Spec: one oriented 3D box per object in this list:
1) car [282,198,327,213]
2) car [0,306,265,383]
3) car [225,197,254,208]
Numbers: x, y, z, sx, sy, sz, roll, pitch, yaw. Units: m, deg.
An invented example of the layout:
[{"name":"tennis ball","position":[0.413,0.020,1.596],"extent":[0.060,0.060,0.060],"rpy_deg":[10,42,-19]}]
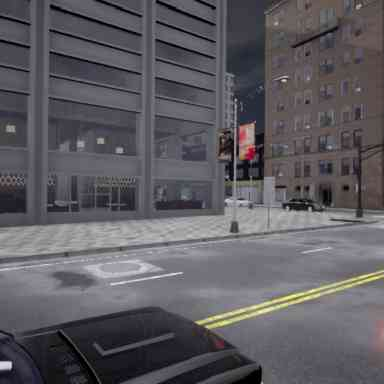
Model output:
[{"name":"car","position":[11.935,1.402,35.605],"extent":[1.837,1.490,4.892],"rpy_deg":[1,0,-35]},{"name":"car","position":[-1.674,1.601,2.197],"extent":[4.718,1.301,1.895],"rpy_deg":[0,0,-35]},{"name":"car","position":[6.072,1.380,43.930],"extent":[1.812,1.442,4.674],"rpy_deg":[1,0,-35]}]
